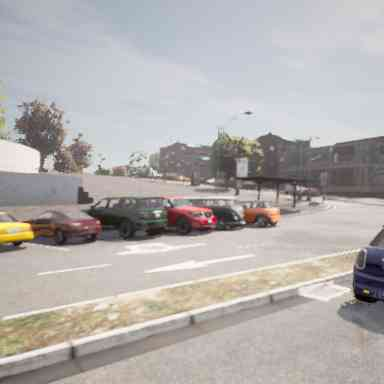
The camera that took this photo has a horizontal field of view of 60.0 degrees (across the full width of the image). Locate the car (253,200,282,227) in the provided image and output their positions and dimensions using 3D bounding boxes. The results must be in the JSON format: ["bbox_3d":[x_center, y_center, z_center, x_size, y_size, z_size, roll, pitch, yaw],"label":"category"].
[{"bbox_3d":[3.630,1.363,22.611,4.553,1.767,2.185,-1,-1,35],"label":"car"}]

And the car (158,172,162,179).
[{"bbox_3d":[-5.820,-3.945,85.533,2.185,1.767,4.553,6,3,34],"label":"car"}]

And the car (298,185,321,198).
[{"bbox_3d":[18.499,0.044,51.113,2.002,1.452,4.674,7,3,35],"label":"car"}]

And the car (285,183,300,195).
[{"bbox_3d":[16.805,-0.519,53.584,2.435,2.045,5.566,7,3,35],"label":"car"}]

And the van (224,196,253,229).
[{"bbox_3d":[1.222,1.262,20.859,4.442,1.987,1.878,-1,-1,35],"label":"van"}]

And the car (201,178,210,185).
[{"bbox_3d":[4.686,-2.137,70.845,2.002,1.452,4.674,7,4,35],"label":"car"}]

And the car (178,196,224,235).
[{"bbox_3d":[-1.315,1.238,19.188,5.566,2.045,2.435,-1,-1,35],"label":"car"}]

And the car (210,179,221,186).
[{"bbox_3d":[6.519,-1.906,68.526,1.946,1.575,5.366,7,3,35],"label":"car"}]

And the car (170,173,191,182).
[{"bbox_3d":[-2.170,-3.271,80.811,1.946,1.575,5.366,7,3,34],"label":"car"}]

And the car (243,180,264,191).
[{"bbox_3d":[11.589,-1.085,60.965,2.231,1.521,4.892,7,3,35],"label":"car"}]

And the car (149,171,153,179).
[{"bbox_3d":[-9.325,-4.457,90.348,2.435,2.045,5.566,1,-1,34],"label":"car"}]

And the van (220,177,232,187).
[{"bbox_3d":[8.096,-1.857,65.796,1.878,1.987,4.442,7,4,35],"label":"van"}]

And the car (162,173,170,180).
[{"bbox_3d":[-4.024,-3.793,83.068,2.435,2.045,5.566,7,4,34],"label":"car"}]

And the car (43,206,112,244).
[{"bbox_3d":[-6.253,1.530,15.722,4.674,1.452,2.002,-1,-1,35],"label":"car"}]

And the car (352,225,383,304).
[{"bbox_3d":[5.386,1.350,6.923,4.553,1.767,2.097,0,0,-35],"label":"car"}]

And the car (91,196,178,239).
[{"bbox_3d":[-3.827,1.239,17.481,5.566,2.045,2.435,-1,-1,35],"label":"car"}]

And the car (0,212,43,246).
[{"bbox_3d":[-8.859,1.490,14.093,5.366,1.575,1.946,-1,0,35],"label":"car"}]

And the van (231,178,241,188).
[{"bbox_3d":[9.827,-1.584,63.326,1.878,1.987,4.442,7,4,35],"label":"van"}]

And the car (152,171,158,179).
[{"bbox_3d":[-7.552,-4.180,88.002,2.185,1.767,4.553,4,1,33],"label":"car"}]
